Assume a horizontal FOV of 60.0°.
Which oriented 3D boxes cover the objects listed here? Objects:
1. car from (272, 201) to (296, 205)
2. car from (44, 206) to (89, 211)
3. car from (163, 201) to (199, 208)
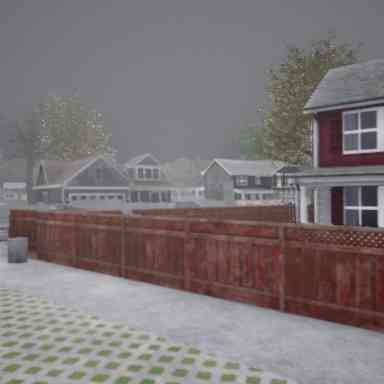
[{"bbox_3d":[9.178,1.744,34.056,4.892,1.490,1.837,1,-1,-33],"label":"car"},{"bbox_3d":[-8.715,1.665,21.539,4.892,1.490,1.837,0,-1,-37],"label":"car"},{"bbox_3d":[-1.321,1.546,26.924,4.553,1.767,2.097,0,-1,-35],"label":"car"}]
